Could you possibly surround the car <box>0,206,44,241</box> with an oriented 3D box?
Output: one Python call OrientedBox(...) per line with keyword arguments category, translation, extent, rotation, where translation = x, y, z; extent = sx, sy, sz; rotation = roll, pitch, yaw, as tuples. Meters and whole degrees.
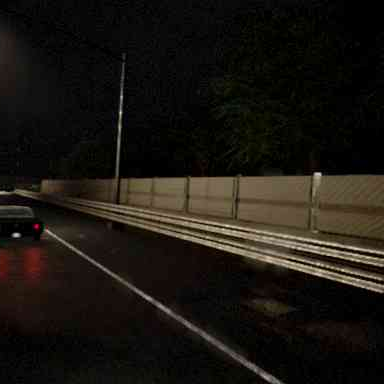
OrientedBox(category="car", translation=(-7.681, 1.237, 14.135), extent=(1.895, 1.301, 4.718), rotation=(4, 0, -33))
